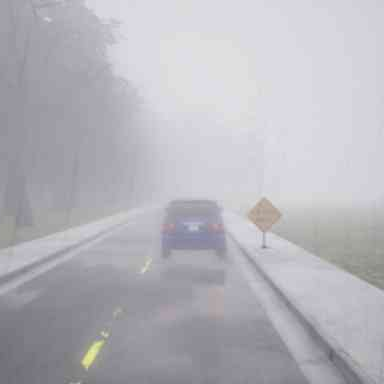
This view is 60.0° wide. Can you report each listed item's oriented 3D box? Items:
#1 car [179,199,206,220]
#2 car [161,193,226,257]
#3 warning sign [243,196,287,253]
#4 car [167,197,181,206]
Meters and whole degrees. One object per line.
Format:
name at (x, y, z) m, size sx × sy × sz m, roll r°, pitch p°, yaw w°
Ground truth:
car at (0.074, 1.433, 28.980) m, size 2.128 × 1.511 × 4.902 m, roll 0°, pitch 0°, yaw 0°
car at (0.066, 1.197, 12.885) m, size 2.150 × 2.045 × 5.566 m, roll 0°, pitch 0°, yaw 0°
warning sign at (2.519, 1.092, 11.631) m, size 1.300 × 1.860 × 1.060 m, roll 0°, pitch 0°, yaw 0°
car at (-2.817, 1.457, 52.855) m, size 1.994 × 1.385 × 4.181 m, roll 0°, pitch 0°, yaw 0°
